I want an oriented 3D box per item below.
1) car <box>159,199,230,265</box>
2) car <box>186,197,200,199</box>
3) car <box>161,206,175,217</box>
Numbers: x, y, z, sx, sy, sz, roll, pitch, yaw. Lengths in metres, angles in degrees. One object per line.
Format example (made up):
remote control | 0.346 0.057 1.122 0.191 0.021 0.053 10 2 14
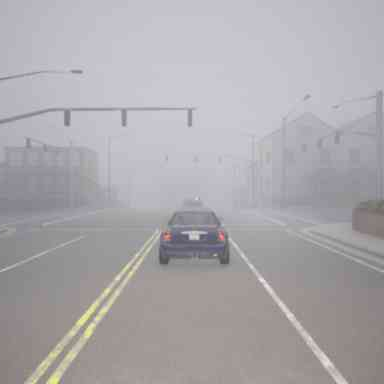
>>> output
car | 0.076 1.284 11.611 2.097 1.767 4.553 0 0 0
car | 0.093 1.264 32.286 2.128 1.511 4.902 0 0 0
car | -3.642 3.001 51.329 1.994 1.385 4.181 0 -8 0
